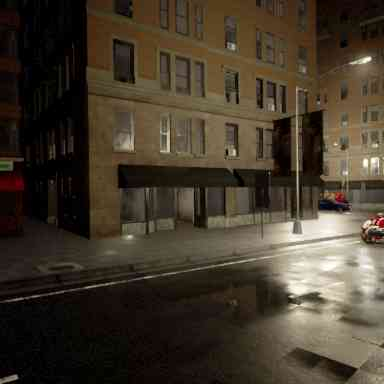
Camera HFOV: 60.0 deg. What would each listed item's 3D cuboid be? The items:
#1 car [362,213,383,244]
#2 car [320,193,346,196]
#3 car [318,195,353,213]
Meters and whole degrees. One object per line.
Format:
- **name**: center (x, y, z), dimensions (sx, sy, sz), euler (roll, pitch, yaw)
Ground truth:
- **car**: center (9.366, 1.349, 14.452), dimensions (4.553, 1.767, 2.097), euler (0, 0, -36)
- **car**: center (16.634, 1.084, 40.999), dimensions (2.192, 1.841, 5.009), euler (0, 1, -44)
- **car**: center (14.385, 1.397, 35.037), dimensions (1.812, 1.442, 4.674), euler (-1, 1, -43)
